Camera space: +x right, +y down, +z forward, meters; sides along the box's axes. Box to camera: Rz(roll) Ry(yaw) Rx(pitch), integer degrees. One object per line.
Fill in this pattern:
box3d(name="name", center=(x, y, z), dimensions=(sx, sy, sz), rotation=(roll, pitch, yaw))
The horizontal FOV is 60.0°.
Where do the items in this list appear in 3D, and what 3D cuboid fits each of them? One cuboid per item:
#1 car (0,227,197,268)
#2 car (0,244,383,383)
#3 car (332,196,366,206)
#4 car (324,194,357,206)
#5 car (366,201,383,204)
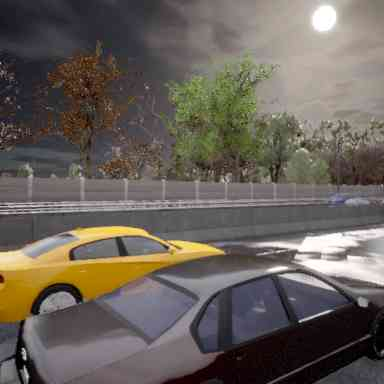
box3d(name="car", center=(-1.502, 1.476, 6.935), dimensions=(5.008, 1.535, 1.882), rotation=(0, 0, -35))
box3d(name="car", center=(0.689, 1.546, 4.196), dimensions=(5.357, 1.411, 2.033), rotation=(0, 0, -35))
box3d(name="car", center=(18.600, 1.538, 38.199), dimensions=(4.674, 1.442, 1.812), rotation=(0, 0, -35))
box3d(name="car", center=(19.428, 1.235, 43.035), dimensions=(5.566, 2.045, 2.150), rotation=(0, 0, -35))
box3d(name="car", center=(21.535, 1.560, 35.981), dimensions=(5.357, 1.411, 2.033), rotation=(0, 0, -35))
